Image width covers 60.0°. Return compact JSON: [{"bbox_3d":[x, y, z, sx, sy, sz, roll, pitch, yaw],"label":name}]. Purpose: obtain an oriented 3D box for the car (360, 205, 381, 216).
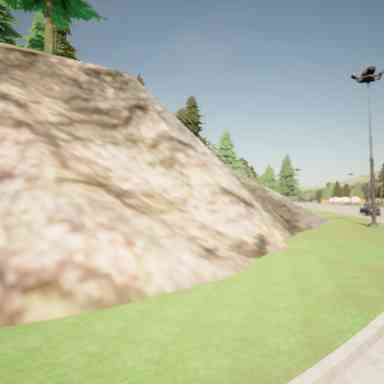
[{"bbox_3d":[25.030,2.510,46.848,2.128,1.511,4.902,-2,-2,14],"label":"car"}]
